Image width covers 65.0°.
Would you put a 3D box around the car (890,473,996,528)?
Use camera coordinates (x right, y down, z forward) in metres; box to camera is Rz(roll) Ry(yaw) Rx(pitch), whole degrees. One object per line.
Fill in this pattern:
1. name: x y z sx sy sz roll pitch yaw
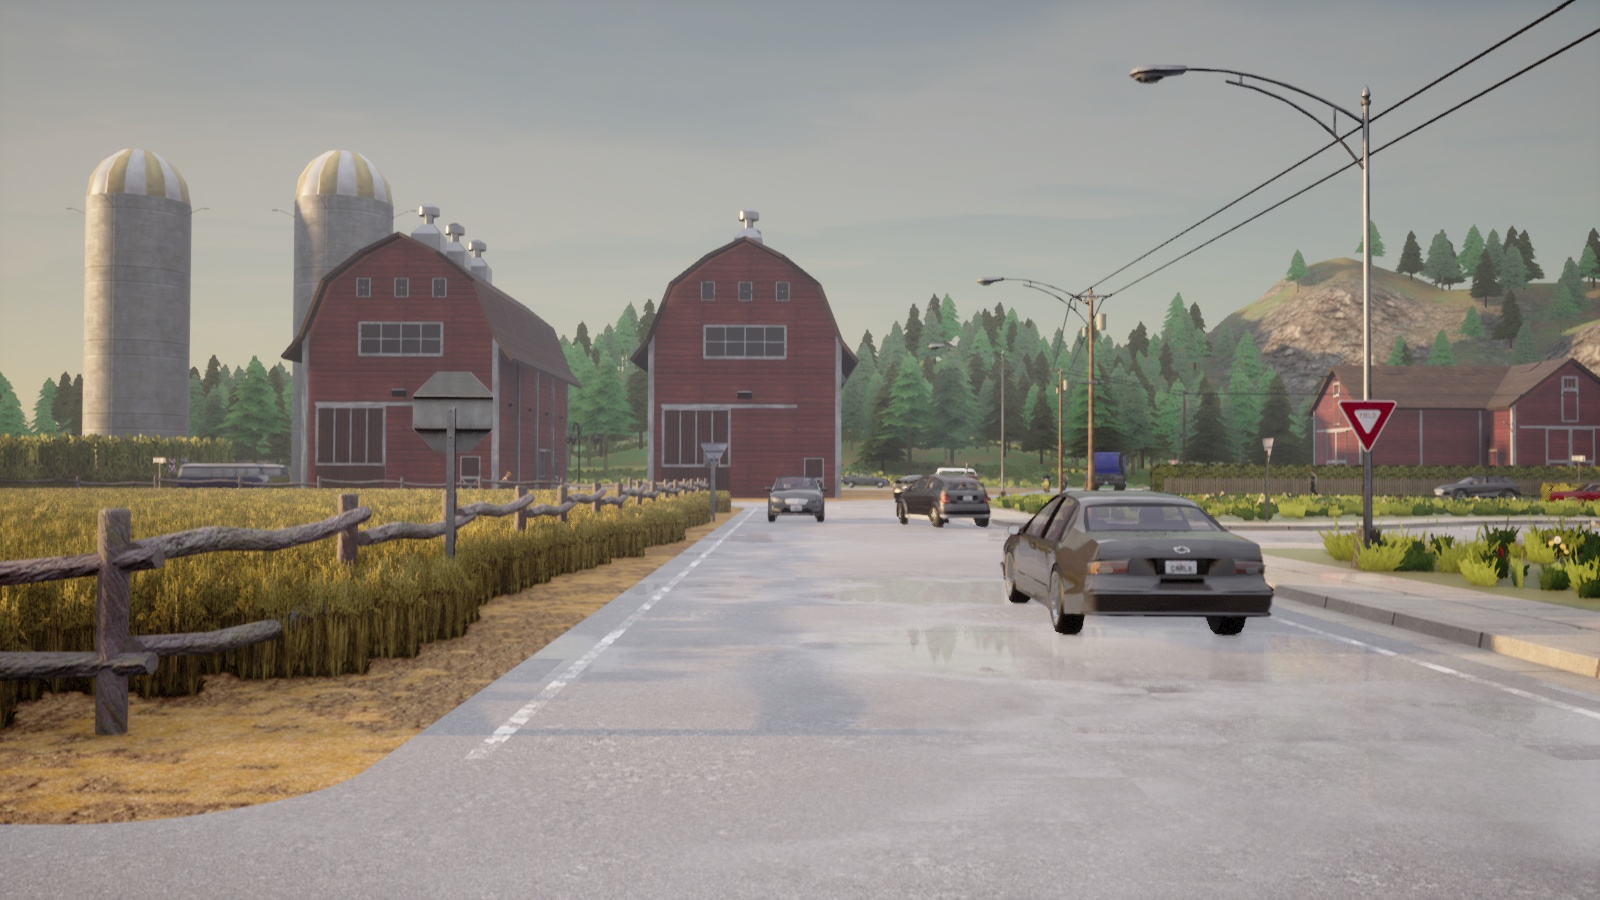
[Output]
1. car: 4.285 1.487 38.126 1.789 1.549 3.705 0 -1 -18

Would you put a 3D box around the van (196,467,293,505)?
1. van: -29.949 1.949 67.764 4.442 1.987 1.775 0 -1 -3

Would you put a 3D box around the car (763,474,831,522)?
1. car: -0.114 1.553 41.945 2.128 1.511 4.902 0 -1 0

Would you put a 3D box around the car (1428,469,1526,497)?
1. car: 41.324 2.007 76.736 4.856 1.649 2.033 0 -1 0

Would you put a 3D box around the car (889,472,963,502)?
1. car: 6.706 1.940 66.619 2.007 1.525 4.514 -1 -1 34

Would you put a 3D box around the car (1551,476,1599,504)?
1. car: 37.863 1.850 58.367 1.895 1.301 4.718 1 -1 -42

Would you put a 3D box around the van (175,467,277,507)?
1. van: -29.335 1.881 64.281 4.442 1.987 1.775 0 -1 -6

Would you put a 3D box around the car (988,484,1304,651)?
1. car: 3.438 1.106 13.712 2.033 1.411 5.357 0 -1 1
